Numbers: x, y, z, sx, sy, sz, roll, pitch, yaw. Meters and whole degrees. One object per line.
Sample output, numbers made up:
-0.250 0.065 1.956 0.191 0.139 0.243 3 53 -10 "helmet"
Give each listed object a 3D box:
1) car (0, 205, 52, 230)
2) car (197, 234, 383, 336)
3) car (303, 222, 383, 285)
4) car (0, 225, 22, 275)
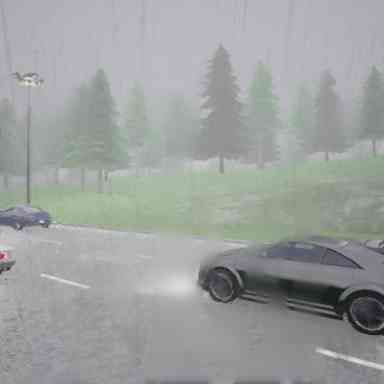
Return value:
-10.456 1.519 20.413 4.674 1.442 1.812 0 0 37 "car"
2.180 1.571 6.780 4.181 1.385 1.994 0 0 36 "car"
5.566 1.614 8.634 4.718 1.301 1.895 0 0 36 "car"
-6.779 1.595 8.974 4.718 1.301 1.895 0 0 36 "car"
